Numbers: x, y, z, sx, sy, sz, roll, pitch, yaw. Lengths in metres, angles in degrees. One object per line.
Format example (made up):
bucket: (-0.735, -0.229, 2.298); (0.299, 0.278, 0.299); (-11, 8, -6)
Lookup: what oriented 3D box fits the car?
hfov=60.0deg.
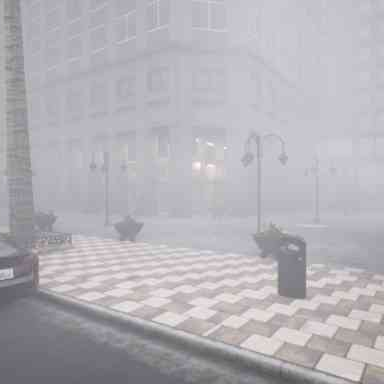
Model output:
car: (-5.267, 1.513, 7.213); (4.786, 1.482, 2.161); (0, 0, 35)
